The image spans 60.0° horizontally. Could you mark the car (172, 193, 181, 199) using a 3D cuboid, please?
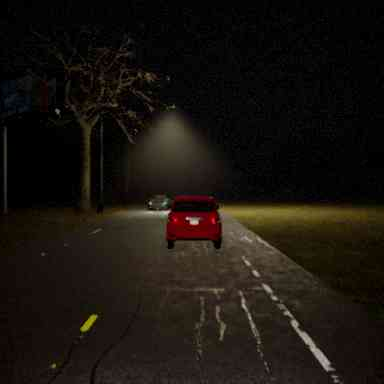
[{"bbox_3d":[-3.550,0.842,78.548,1.895,1.301,4.718,0,0,0],"label":"car"}]

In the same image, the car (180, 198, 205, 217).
[{"bbox_3d":[0.073,1.340,30.961,2.128,1.511,4.902,0,0,0],"label":"car"}]

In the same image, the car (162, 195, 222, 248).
[{"bbox_3d":[0.085,1.170,14.759,2.150,2.045,5.566,0,1,0],"label":"car"}]

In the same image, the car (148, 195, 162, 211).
[{"bbox_3d":[-3.619,1.162,37.282,2.097,1.767,4.553,0,0,0],"label":"car"}]
